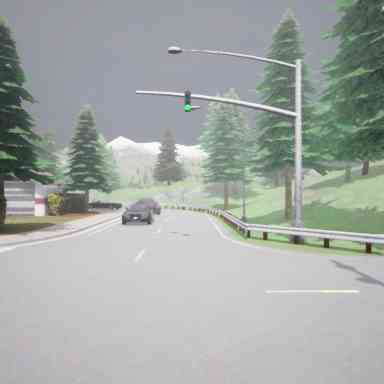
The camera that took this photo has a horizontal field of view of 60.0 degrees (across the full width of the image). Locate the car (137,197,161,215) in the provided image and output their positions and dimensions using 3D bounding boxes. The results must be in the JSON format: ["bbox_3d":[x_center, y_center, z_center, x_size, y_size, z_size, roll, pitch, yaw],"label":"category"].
[{"bbox_3d":[-4.633,1.352,34.047,2.097,1.767,4.553,0,0,-19],"label":"car"}]

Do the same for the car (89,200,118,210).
[{"bbox_3d":[-11.166,1.608,41.820,4.718,1.301,1.895,0,0,14],"label":"car"}]

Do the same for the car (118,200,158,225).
[{"bbox_3d":[-3.851,1.564,24.252,1.994,1.385,4.181,0,0,-2],"label":"car"}]
